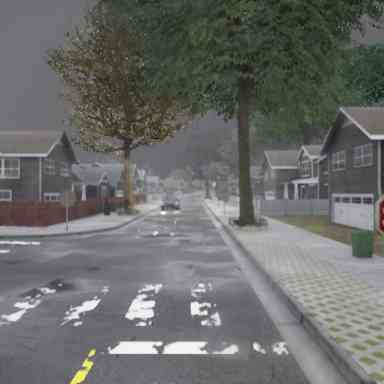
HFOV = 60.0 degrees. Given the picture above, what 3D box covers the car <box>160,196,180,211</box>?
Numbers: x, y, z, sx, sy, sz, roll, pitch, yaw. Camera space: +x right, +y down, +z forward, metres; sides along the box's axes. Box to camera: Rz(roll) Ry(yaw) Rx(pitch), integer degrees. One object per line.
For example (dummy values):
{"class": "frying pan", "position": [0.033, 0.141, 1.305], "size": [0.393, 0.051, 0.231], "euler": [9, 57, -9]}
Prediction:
{"class": "car", "position": [-2.508, 1.259, 39.403], "size": [2.097, 1.767, 4.553], "euler": [0, 0, 0]}
